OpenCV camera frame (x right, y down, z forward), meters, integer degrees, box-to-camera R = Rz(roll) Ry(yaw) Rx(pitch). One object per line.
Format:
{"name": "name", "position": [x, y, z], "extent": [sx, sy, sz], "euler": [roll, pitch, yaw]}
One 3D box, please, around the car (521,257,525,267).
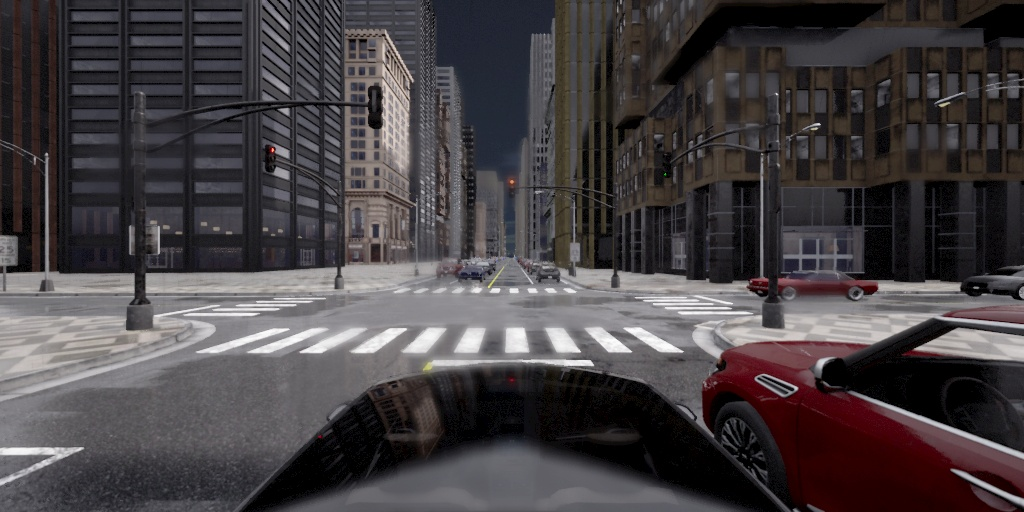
{"name": "car", "position": [2.781, 1.220, 56.406], "extent": [1.967, 1.591, 4.097], "euler": [0, 0, 0]}

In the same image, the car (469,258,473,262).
{"name": "car", "position": [-5.750, 1.208, 39.479], "extent": [1.967, 1.591, 4.097], "euler": [0, 0, 0]}

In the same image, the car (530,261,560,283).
{"name": "car", "position": [2.771, 1.312, 28.203], "extent": [2.007, 1.370, 4.403], "euler": [0, 0, 0]}

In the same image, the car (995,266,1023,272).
{"name": "car", "position": [23.670, 1.201, 16.424], "extent": [4.892, 1.490, 1.837], "euler": [0, 0, 0]}

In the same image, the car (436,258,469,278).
{"name": "car", "position": [-5.752, 1.080, 33.837], "extent": [2.192, 1.841, 5.009], "euler": [0, 0, 0]}

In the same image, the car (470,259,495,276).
{"name": "car", "position": [-3.088, 1.294, 38.430], "extent": [1.812, 1.442, 4.674], "euler": [0, 0, 0]}

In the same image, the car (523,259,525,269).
{"name": "car", "position": [2.777, 1.317, 45.125], "extent": [1.888, 1.381, 4.507], "euler": [0, 0, 0]}

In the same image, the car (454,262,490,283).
{"name": "car", "position": [-3.091, 1.363, 28.462], "extent": [1.895, 1.301, 4.718], "euler": [0, 0, 0]}

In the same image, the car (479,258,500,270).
{"name": "car", "position": [-3.077, 1.322, 48.799], "extent": [2.033, 1.411, 5.357], "euler": [0, 0, 0]}

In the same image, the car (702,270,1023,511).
{"name": "car", "position": [2.763, 1.064, 1.230], "extent": [2.192, 1.841, 5.009], "euler": [0, 0, 0]}

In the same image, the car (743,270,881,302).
{"name": "car", "position": [13.524, 1.319, 16.377], "extent": [4.718, 1.301, 1.895], "euler": [0, 0, 0]}

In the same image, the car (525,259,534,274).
{"name": "car", "position": [2.775, 1.319, 39.485], "extent": [2.007, 1.370, 4.403], "euler": [0, 0, 0]}
